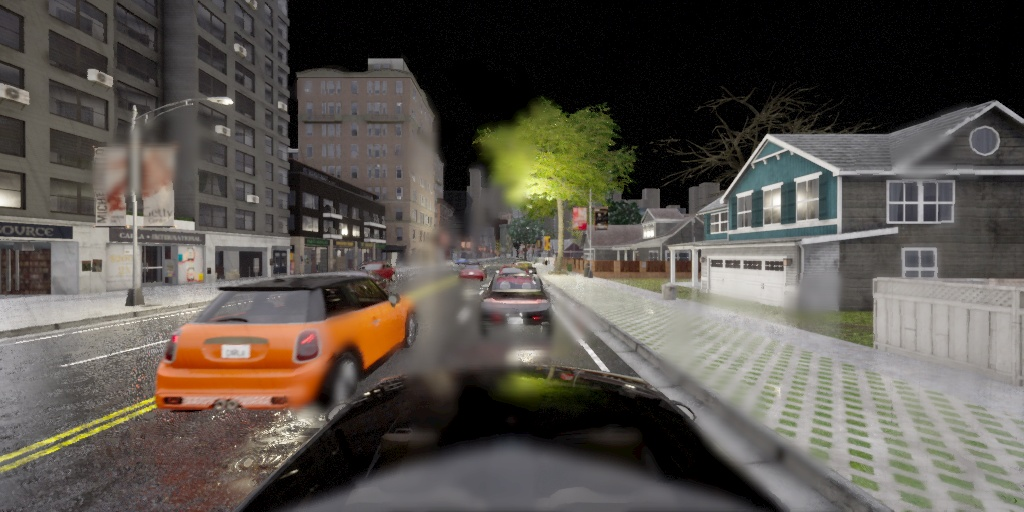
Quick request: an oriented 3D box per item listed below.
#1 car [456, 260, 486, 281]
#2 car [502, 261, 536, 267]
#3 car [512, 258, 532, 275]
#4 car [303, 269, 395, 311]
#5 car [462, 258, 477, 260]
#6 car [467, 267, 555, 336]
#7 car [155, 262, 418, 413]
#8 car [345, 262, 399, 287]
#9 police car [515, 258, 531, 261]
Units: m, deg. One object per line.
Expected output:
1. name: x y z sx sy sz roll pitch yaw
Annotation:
1. car: -3.121 1.294 29.602 1.994 1.385 4.181 0 0 0
2. car: 0.120 1.219 19.879 1.882 1.535 5.008 0 0 0
3. car: 1.015 1.068 39.468 2.097 1.767 4.553 0 0 0
4. car: -6.585 1.309 15.078 1.994 1.385 4.181 0 0 0
5. car: -6.528 1.196 58.498 1.837 1.490 4.892 0 0 0
6. car: 0.112 1.239 10.375 2.128 1.511 4.902 0 0 0
7. car: -3.145 1.102 6.211 2.097 1.767 4.553 0 0 0
8. car: -9.824 1.212 25.621 1.882 1.535 5.008 0 0 0
9. police car: 1.005 1.155 29.608 1.930 1.638 5.238 0 0 0
